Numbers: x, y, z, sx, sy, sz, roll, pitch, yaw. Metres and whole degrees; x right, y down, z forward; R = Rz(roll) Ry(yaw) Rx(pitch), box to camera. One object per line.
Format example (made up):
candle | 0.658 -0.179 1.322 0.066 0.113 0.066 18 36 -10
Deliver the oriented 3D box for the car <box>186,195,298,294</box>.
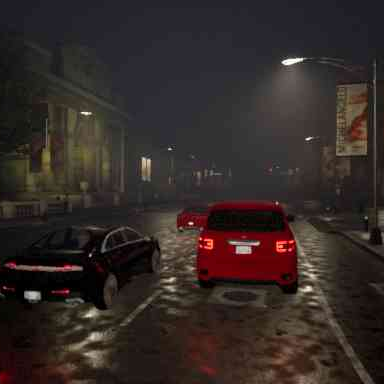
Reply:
car | 1.602 1.221 9.084 2.150 2.045 5.566 0 0 13

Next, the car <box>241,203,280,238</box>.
car | 3.962 1.478 18.744 1.882 1.535 5.008 0 0 14

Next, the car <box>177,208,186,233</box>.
car | 0.572 1.478 19.606 1.882 1.535 5.008 0 0 15

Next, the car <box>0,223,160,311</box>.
car | -2.165 1.491 7.858 2.128 1.511 4.902 0 0 11
